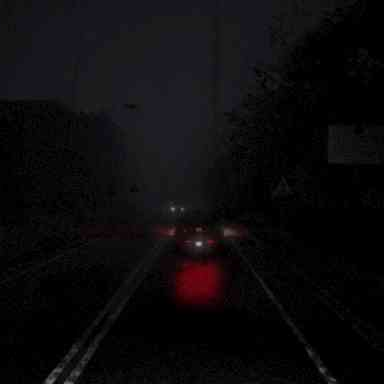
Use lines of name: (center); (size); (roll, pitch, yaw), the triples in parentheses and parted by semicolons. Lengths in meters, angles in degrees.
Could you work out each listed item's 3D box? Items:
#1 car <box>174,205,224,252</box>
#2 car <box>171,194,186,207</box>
car: (0.303, 1.540, 14.048); (1.837, 1.490, 4.892); (0, 0, 1)
car: (-2.241, 1.388, 54.853); (2.150, 2.045, 5.566); (0, -1, 2)
